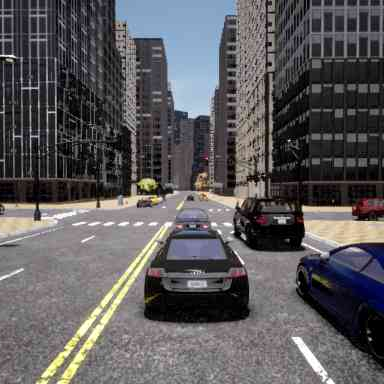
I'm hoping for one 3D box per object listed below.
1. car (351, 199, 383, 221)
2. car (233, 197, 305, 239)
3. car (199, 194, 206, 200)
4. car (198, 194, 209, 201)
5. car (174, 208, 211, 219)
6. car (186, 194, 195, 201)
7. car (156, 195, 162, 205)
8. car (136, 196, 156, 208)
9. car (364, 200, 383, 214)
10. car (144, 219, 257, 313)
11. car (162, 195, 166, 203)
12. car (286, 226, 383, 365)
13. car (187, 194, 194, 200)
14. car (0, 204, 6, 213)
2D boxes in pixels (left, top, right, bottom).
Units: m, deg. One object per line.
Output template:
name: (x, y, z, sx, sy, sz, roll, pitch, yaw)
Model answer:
car: (16.071, 1.520, 27.913, 5.009, 1.841, 2.192, 1, 0, 1)
car: (3.304, 1.213, 15.224, 2.150, 2.045, 5.566, 0, 0, -2)
car: (2.833, 1.242, 89.058, 1.837, 1.490, 4.892, 0, 0, 0)
car: (2.882, 1.396, 78.641, 1.882, 1.535, 5.008, 0, 0, 0)
car: (0.021, 1.538, 16.994, 2.033, 1.411, 5.357, 0, 0, 0)
car: (-0.372, 1.426, 79.402, 1.837, 1.490, 4.892, 0, 0, 0)
car: (-6.850, 1.433, 57.096, 1.882, 1.535, 5.008, 0, 0, 0)
car: (-6.816, 1.529, 48.167, 1.994, 1.385, 4.181, 0, 0, 0)
car: (21.641, 1.643, 36.226, 4.829, 1.417, 1.752, 1, 0, 1)
car: (0.066, 1.560, 7.772, 1.994, 1.385, 4.181, 0, 0, -1)
car: (-6.841, 1.469, 66.544, 1.812, 1.442, 4.674, 0, 0, 0)
car: (3.333, 1.561, 5.803, 1.994, 1.385, 4.181, 0, 0, -1)
car: (-0.419, 1.387, 89.461, 1.882, 1.535, 5.008, 0, 0, 0)
car: (-19.947, 1.345, 30.927, 4.892, 1.490, 1.837, 1, 1, 1)
